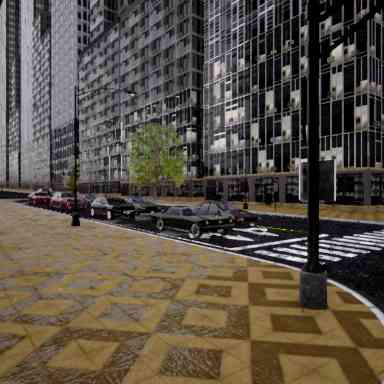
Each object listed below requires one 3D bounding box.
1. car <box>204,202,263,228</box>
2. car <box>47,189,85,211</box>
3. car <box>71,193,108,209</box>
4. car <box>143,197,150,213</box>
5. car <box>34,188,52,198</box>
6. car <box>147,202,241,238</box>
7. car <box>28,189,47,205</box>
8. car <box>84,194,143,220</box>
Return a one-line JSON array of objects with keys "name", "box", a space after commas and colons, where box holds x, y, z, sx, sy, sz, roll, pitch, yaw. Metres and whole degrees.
[{"name": "car", "box": [1.636, 1.289, 19.691, 2.033, 1.411, 5.357, 0, 1, -36]}, {"name": "car", "box": [-11.794, 0.776, 31.484, 2.097, 1.767, 4.553, 0, 1, -38]}, {"name": "car", "box": [-11.140, 0.911, 35.924, 2.033, 1.411, 5.357, 0, 1, -38]}, {"name": "car", "box": [-4.636, 1.104, 27.625, 2.033, 1.411, 5.357, 0, 1, -37]}, {"name": "car", "box": [-28.493, 0.111, 63.707, 2.097, 1.767, 4.553, 0, 1, -38]}, {"name": "car", "box": [-0.088, 1.372, 16.572, 1.895, 1.301, 4.718, 0, 1, -38]}, {"name": "car", "box": [-18.103, 0.712, 39.606, 1.882, 1.535, 5.008, 0, 1, -37]}, {"name": "car", "box": [-5.678, 1.110, 23.683, 1.837, 1.490, 4.892, 0, 1, -38]}]
